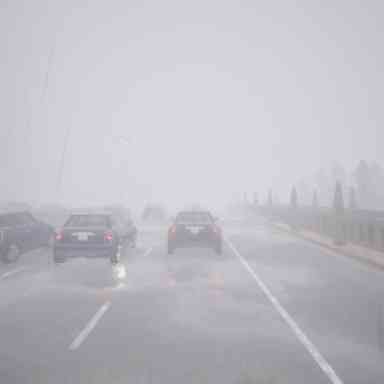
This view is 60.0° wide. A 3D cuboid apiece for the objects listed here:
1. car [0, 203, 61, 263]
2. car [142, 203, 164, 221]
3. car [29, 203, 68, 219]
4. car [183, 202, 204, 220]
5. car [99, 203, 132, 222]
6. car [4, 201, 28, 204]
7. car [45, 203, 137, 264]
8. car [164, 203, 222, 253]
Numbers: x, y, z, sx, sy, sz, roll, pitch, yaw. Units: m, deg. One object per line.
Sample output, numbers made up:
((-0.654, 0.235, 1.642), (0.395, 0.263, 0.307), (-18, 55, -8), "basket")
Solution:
((-6.901, 1.474, 12.577), (2.097, 1.767, 4.553), (0, -1, 0), "car")
((-3.403, 1.802, 30.564), (1.837, 1.490, 4.892), (0, 0, 0), "car")
((-14.097, 1.853, 33.041), (1.812, 1.442, 4.674), (0, -1, 0), "car")
((0.097, 1.797, 32.336), (1.882, 1.535, 5.008), (0, -1, 0), "car")
((-6.903, 1.802, 30.558), (1.837, 1.490, 4.892), (0, 0, 0), "car")
((-17.596, 1.673, 32.744), (2.097, 1.767, 4.553), (0, -1, 0), "car")
((-3.401, 1.474, 12.512), (2.097, 1.767, 4.553), (0, -1, 0), "car")
((0.099, 1.492, 14.430), (2.097, 1.767, 4.553), (0, -1, 0), "car")
